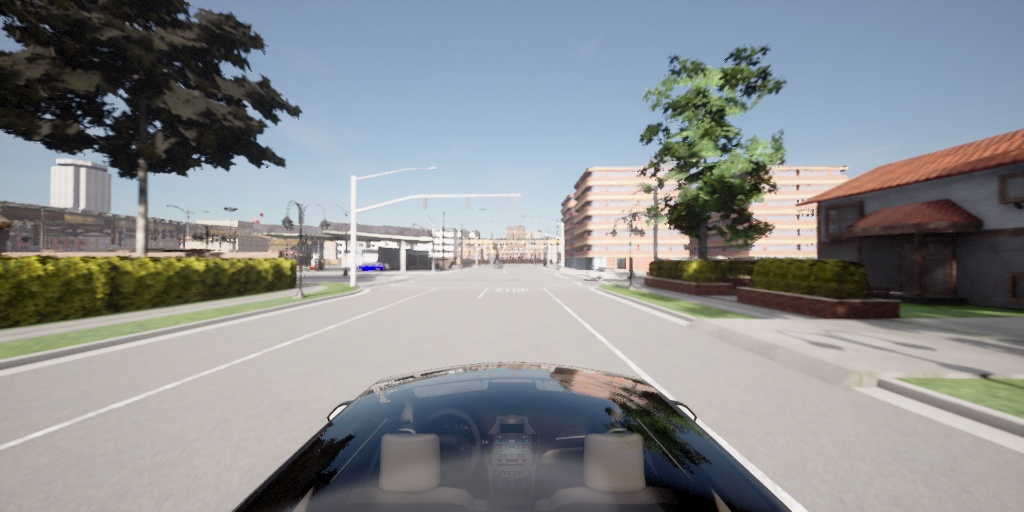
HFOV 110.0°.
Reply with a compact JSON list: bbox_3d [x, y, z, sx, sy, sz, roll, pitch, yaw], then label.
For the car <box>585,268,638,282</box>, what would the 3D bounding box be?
[{"bbox_3d":[9.588,1.774,34.569,4.718,1.301,1.895,0,-1,0],"label":"car"}]
